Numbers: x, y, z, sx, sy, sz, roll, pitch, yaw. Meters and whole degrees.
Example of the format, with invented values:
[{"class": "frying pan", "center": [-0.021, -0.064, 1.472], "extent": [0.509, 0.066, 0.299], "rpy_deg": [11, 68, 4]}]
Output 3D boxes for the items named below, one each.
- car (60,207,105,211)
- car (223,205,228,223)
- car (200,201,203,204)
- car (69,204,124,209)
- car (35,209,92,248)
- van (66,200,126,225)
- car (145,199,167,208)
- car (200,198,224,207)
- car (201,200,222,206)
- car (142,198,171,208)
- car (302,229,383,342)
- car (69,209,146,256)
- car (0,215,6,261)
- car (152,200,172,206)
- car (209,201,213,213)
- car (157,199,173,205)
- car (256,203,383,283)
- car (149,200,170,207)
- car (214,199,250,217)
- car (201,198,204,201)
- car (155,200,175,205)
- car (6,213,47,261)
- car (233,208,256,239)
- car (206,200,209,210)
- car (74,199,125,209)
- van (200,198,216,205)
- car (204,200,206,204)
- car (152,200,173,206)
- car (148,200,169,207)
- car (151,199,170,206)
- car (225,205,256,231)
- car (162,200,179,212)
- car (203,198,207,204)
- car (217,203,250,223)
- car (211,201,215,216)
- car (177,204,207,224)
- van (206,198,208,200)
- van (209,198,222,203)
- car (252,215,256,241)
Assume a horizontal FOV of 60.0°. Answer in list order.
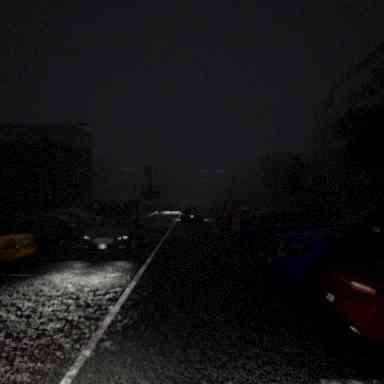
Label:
[{"class": "car", "center": [-7.670, 1.761, 18.915], "extent": [4.674, 1.452, 2.002], "rpy_deg": [0, -1, 0]}, {"class": "car", "center": [4.687, 1.803, 21.977], "extent": [4.792, 1.488, 2.163], "rpy_deg": [0, -1, 0]}, {"class": "car", "center": [0.081, 2.204, 43.642], "extent": [1.994, 1.385, 4.181], "rpy_deg": [0, -1, 0]}, {"class": "car", "center": [-7.487, 1.765, 21.832], "extent": [5.366, 1.575, 1.946], "rpy_deg": [0, -1, 0]}, {"class": "car", "center": [-7.671, 1.718, 16.248], "extent": [4.674, 1.452, 2.002], "rpy_deg": [0, -1, 0]}, {"class": "van", "center": [-7.787, 1.629, 27.291], "extent": [4.442, 1.987, 1.878], "rpy_deg": [0, -1, 0]}, {"class": "car", "center": [-7.623, 2.423, 70.538], "extent": [4.553, 1.767, 2.185], "rpy_deg": [0, -1, 0]}, {"class": "car", "center": [4.650, 2.418, 77.846], "extent": [5.566, 2.045, 2.435], "rpy_deg": [0, -1, 0]}, {"class": "car", "center": [4.673, 2.714, 80.636], "extent": [5.008, 1.535, 2.097], "rpy_deg": [0, -1, 0]}, {"class": "car", "center": [-7.684, 2.253, 67.727], "extent": [5.566, 2.045, 2.435], "rpy_deg": [0, -1, 0]}, {"class": "car", "center": [4.651, 1.510, 5.276], "extent": [5.008, 1.535, 2.097], "rpy_deg": [0, -1, 0]}, {"class": "car", "center": [-3.087, 1.655, 13.943], "extent": [2.128, 1.511, 4.902], "rpy_deg": [0, -1, 0]}, {"class": "car", "center": [-3.093, 1.218, 0.742], "extent": [2.150, 2.045, 5.566], "rpy_deg": [0, 1, 0]}, {"class": "car", "center": [-7.655, 2.786, 85.225], "extent": [4.892, 1.521, 2.231], "rpy_deg": [0, -1, 0]}, {"class": "car", "center": [4.669, 1.999, 35.943], "extent": [4.892, 1.521, 2.231], "rpy_deg": [0, -1, 0]}, {"class": "car", "center": [-7.615, 2.798, 94.170], "extent": [4.553, 1.767, 2.185], "rpy_deg": [0, -1, 0]}, {"class": "car", "center": [4.625, 1.298, 8.014], "extent": [5.566, 2.045, 2.435], "rpy_deg": [0, -1, 0]}, {"class": "car", "center": [-7.680, 2.722, 79.474], "extent": [4.792, 1.488, 2.163], "rpy_deg": [0, -1, 0]}, {"class": "car", "center": [4.629, 1.782, 30.360], "extent": [4.553, 1.767, 2.185], "rpy_deg": [0, -1, 0]}, {"class": "car", "center": [4.699, 2.105, 58.294], "extent": [5.566, 2.045, 2.435], "rpy_deg": [0, -1, 0]}, {"class": "car", "center": [-7.462, 2.878, 91.227], "extent": [5.366, 1.575, 1.946], "rpy_deg": [0, -1, 0]}, {"class": "car", "center": [-7.861, 1.586, 10.669], "extent": [5.366, 1.575, 1.946], "rpy_deg": [0, -1, 0]}, {"class": "car", "center": [4.686, 1.714, 16.389], "extent": [4.792, 1.488, 2.163], "rpy_deg": [0, -1, 0]}, {"class": "car", "center": [4.660, 2.089, 41.654], "extent": [5.008, 1.535, 2.097], "rpy_deg": [0, -1, 0]}, {"class": "car", "center": [-7.699, 1.559, 24.501], "extent": [5.566, 2.045, 2.435], "rpy_deg": [0, -1, 0]}, {"class": "van", "center": [4.568, 2.707, 94.602], "extent": [4.442, 1.987, 1.878], "rpy_deg": [0, 0, 0]}, {"class": "car", "center": [4.697, 2.296, 52.704], "extent": [4.792, 1.488, 2.163], "rpy_deg": [0, -1, 0]}, {"class": "car", "center": [-7.833, 2.831, 88.287], "extent": [5.366, 1.575, 1.946], "rpy_deg": [0, -1, 0]}, {"class": "car", "center": [-7.649, 2.685, 76.535], "extent": [4.674, 1.452, 2.002], "rpy_deg": [0, -1, 0]}, {"class": "car", "center": [-7.681, 2.614, 82.414], "extent": [4.553, 1.767, 2.185], "rpy_deg": [0, -1, 0]}, {"class": "car", "center": [4.843, 1.726, 19.183], "extent": [5.366, 1.575, 1.946], "rpy_deg": [0, -1, 0]}, {"class": "car", "center": [-3.001, 2.326, 51.305], "extent": [1.994, 1.385, 4.181], "rpy_deg": [0, -1, 0]}, {"class": "car", "center": [4.639, 2.186, 55.497], "extent": [4.553, 1.767, 2.185], "rpy_deg": [0, -1, 0]}, {"class": "car", "center": [4.845, 1.815, 24.769], "extent": [5.366, 1.575, 1.946], "rpy_deg": [0, -1, 0]}, {"class": "car", "center": [4.656, 1.954, 33.149], "extent": [4.892, 1.521, 2.231], "rpy_deg": [0, -1, 0]}, {"class": "car", "center": [0.031, 1.965, 28.764], "extent": [1.994, 1.385, 4.181], "rpy_deg": [0, -1, 1]}, {"class": "van", "center": [4.785, 1.996, 49.912], "extent": [4.442, 1.987, 1.878], "rpy_deg": [0, -1, 0]}, {"class": "van", "center": [4.548, 1.817, 38.739], "extent": [4.442, 1.987, 1.878], "rpy_deg": [0, -1, 0]}, {"class": "car", "center": [4.625, 1.624, 10.803], "extent": [4.792, 1.488, 2.163], "rpy_deg": [0, -1, 0]}]
